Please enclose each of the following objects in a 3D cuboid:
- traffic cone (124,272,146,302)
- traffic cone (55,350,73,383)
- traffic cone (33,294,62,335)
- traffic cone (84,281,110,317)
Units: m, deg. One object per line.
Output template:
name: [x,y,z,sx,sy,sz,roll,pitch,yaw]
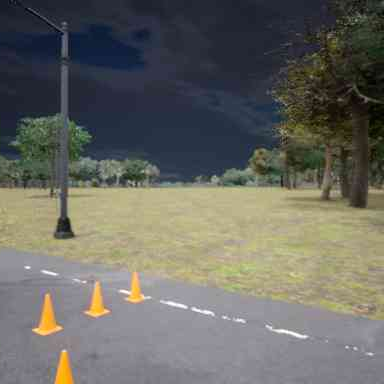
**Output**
traffic cone: [-1.221,2.005,7.137,0.340,0.580,0.340,0,0,36]
traffic cone: [-1.361,1.980,3.534,0.340,0.580,0.340,0,0,36]
traffic cone: [-2.394,1.991,5.517,0.340,0.580,0.340,0,0,36]
traffic cone: [-1.808,1.998,6.327,0.340,0.580,0.340,0,0,36]
